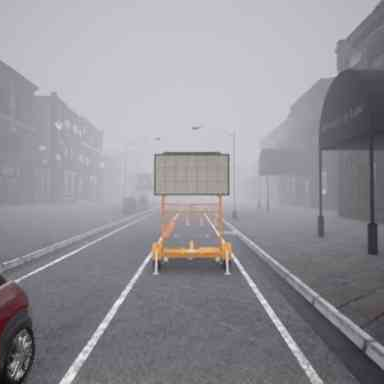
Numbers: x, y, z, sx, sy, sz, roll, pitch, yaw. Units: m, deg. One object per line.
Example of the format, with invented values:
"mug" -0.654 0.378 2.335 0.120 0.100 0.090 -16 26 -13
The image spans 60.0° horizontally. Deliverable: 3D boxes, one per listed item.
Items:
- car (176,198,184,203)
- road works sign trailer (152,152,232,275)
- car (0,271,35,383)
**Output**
"car" -3.159 2.171 85.678 2.033 1.411 5.357 0 0 0
"road works sign trailer" -0.004 0.518 10.670 2.380 3.560 2.880 0 0 0
"car" -3.003 1.366 2.229 2.097 1.767 4.553 0 0 0
